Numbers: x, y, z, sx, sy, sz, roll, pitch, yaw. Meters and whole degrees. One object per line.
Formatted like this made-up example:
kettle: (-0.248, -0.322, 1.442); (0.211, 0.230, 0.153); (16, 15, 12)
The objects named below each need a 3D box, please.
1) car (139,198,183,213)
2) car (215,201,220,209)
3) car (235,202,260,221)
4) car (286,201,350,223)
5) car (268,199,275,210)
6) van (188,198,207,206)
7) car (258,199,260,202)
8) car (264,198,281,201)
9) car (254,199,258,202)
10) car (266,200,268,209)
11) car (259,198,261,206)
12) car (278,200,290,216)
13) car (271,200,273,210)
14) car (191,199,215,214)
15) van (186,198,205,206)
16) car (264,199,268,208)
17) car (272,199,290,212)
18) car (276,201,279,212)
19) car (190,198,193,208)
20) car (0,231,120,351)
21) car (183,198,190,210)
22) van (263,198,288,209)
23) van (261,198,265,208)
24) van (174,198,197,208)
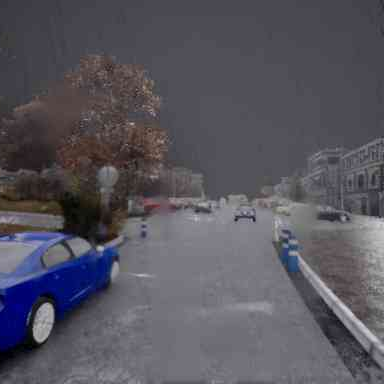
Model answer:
car: (-4.478, 1.790, 45.435); (5.566, 2.045, 2.435); (0, -1, -12)
car: (3.996, 2.327, 60.003); (2.128, 1.511, 4.902); (0, -1, 9)
car: (4.889, 1.880, 30.532); (2.033, 1.411, 5.357); (0, -1, 9)
car: (11.067, 1.829, 28.421); (4.892, 1.521, 2.231); (1, -1, -12)
car: (13.560, 2.127, 45.836); (4.892, 1.521, 2.231); (1, -1, -12)
van: (1.419, 2.590, 86.255); (4.442, 1.987, 1.878); (0, -2, -12)
car: (16.830, 2.417, 69.072); (4.553, 1.767, 2.185); (1, -1, -12)
car: (14.824, 2.151, 54.558); (4.553, 1.767, 2.185); (1, -1, -12)
car: (17.717, 2.411, 74.893); (5.566, 2.045, 2.435); (1, -1, -12)
car: (13.935, 2.204, 48.737); (4.792, 1.488, 2.163); (1, -1, -12)
car: (16.025, 2.433, 63.267); (5.008, 1.535, 2.097); (1, -1, -12)
car: (11.903, 1.928, 34.223); (4.892, 1.521, 2.231); (1, -1, -12)
car: (13.139, 2.116, 42.936); (4.674, 1.452, 2.002); (1, -1, -12)
car: (1.533, 2.020, 43.055); (1.882, 1.535, 5.008); (0, -1, 8)
van: (0.777, 2.528, 83.283); (4.442, 1.987, 1.878); (0, -1, -12)
car: (14.384, 2.226, 51.650); (4.892, 1.521, 2.231); (1, -1, -12)
car: (12.903, 2.027, 40.077); (5.366, 1.575, 1.946); (1, -1, -12)
car: (12.312, 2.017, 37.127); (4.674, 1.452, 2.002); (1, -1, -12)
car: (-2.872, 2.272, 57.071); (4.792, 1.488, 2.163); (0, -1, -12)
car: (-2.932, 1.501, 6.437); (2.097, 1.535, 5.008); (0, 0, 7)
car: (-3.230, 2.065, 54.173); (4.553, 1.767, 2.185); (0, -1, -12)
van: (16.562, 2.265, 66.201); (4.442, 1.987, 1.878); (1, -1, -12)
van: (15.509, 2.150, 60.337); (4.442, 1.987, 1.878); (1, -1, -12)
van: (-1.298, 2.230, 68.714); (4.442, 1.987, 1.878); (0, -1, -12)
